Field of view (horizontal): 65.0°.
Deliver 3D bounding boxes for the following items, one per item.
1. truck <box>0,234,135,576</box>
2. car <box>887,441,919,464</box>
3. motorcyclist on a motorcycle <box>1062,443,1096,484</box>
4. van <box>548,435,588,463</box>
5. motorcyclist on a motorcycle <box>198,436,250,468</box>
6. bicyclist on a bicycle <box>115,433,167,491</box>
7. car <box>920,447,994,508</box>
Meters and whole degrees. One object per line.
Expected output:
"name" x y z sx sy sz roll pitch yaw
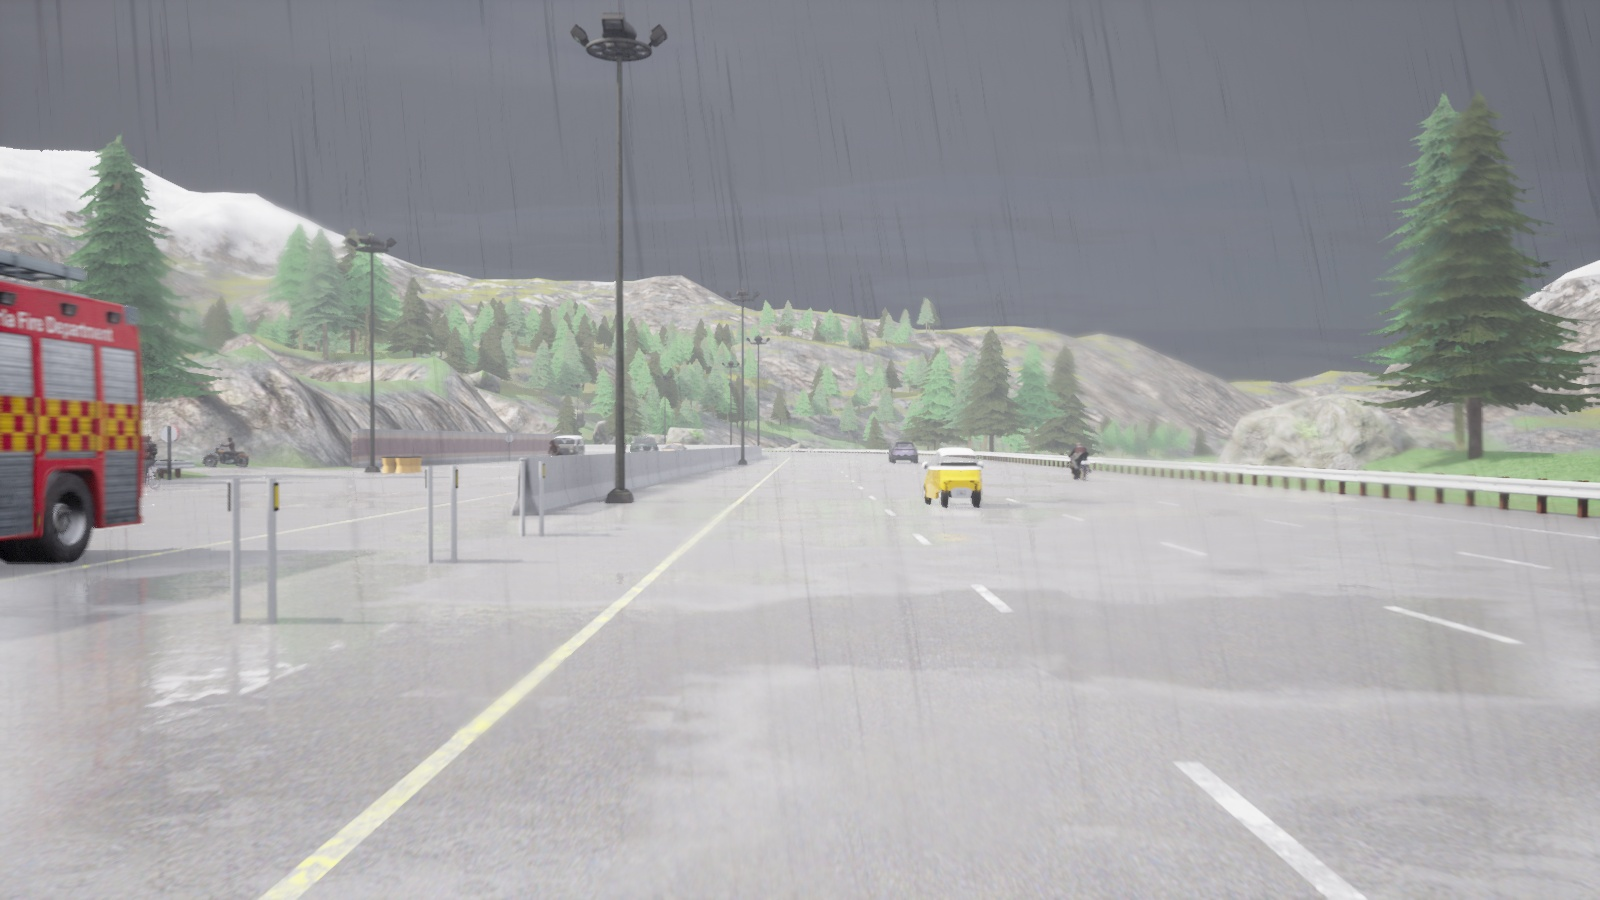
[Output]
"truck" -10.409 -0.500 12.661 2.891 3.827 8.468 0 0 0
"car" 7.543 0.147 92.256 2.033 1.649 4.856 0 0 0
"motorcyclist on a motorcycle" 10.794 0.508 48.630 0.866 1.530 2.191 0 0 0
"van" -16.959 -0.077 91.921 2.069 2.038 4.480 0 0 0
"motorcyclist on a motorcycle" -29.834 0.092 65.029 2.350 1.649 0.766 0 0 0
"bicyclist on a bicycle" -20.758 0.371 39.608 0.659 1.776 1.843 0 0 0
"car" 3.686 0.631 29.801 1.481 1.376 2.207 0 1 0
